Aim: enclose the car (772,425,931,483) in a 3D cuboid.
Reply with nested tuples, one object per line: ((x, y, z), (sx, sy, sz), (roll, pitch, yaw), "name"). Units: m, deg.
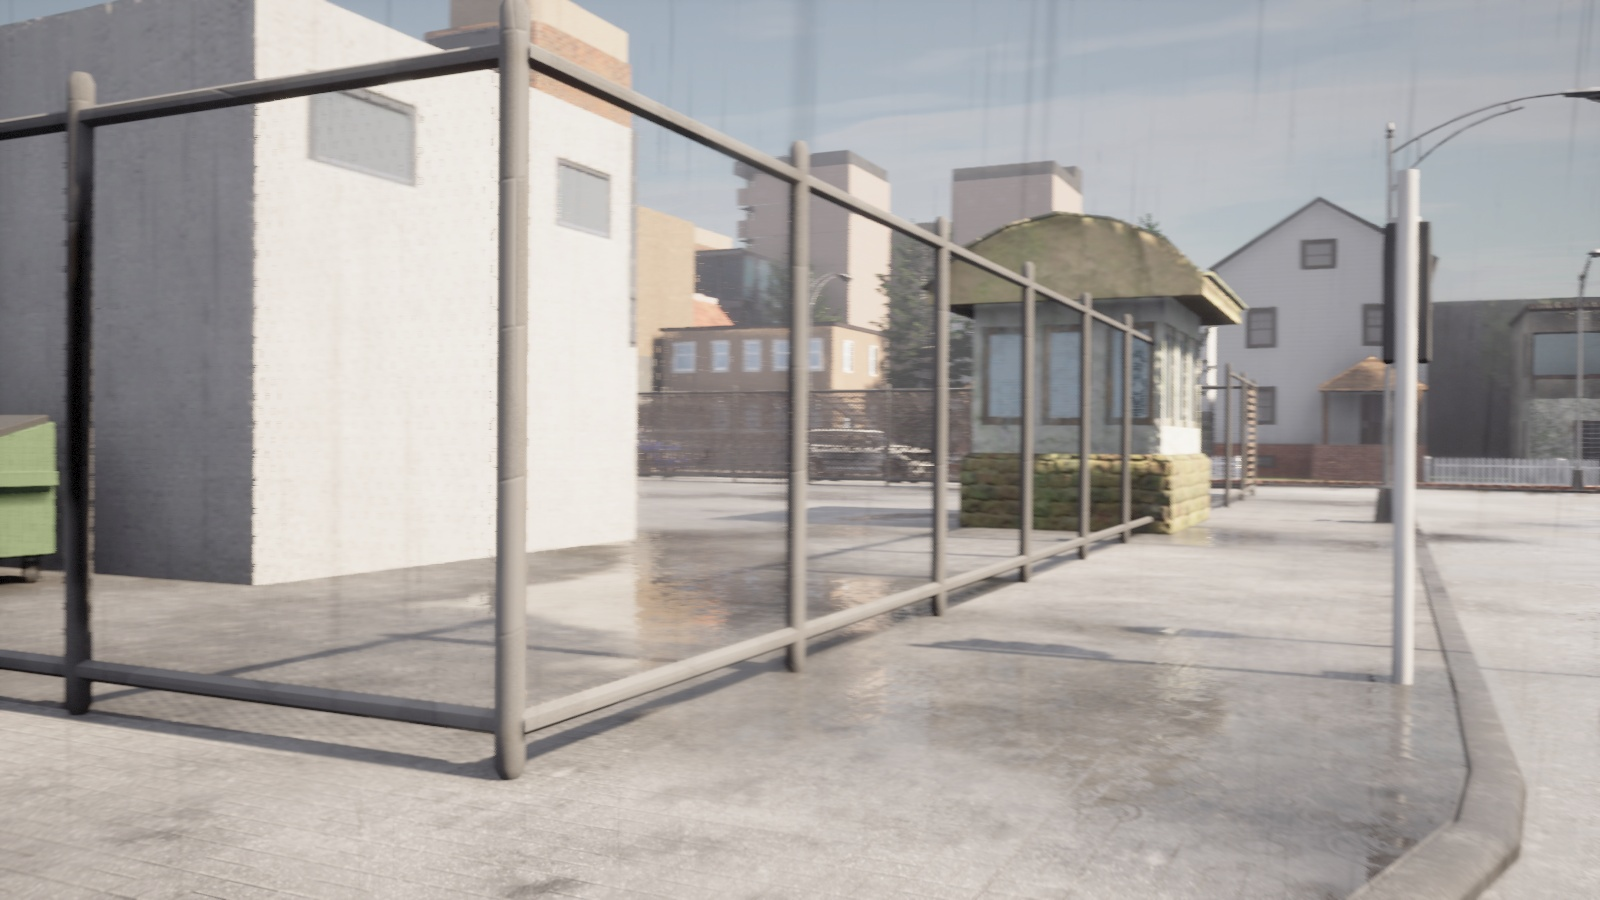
((1.914, 0.155, 47.143), (5.566, 2.045, 2.150), (-1, 0, 27), "car")

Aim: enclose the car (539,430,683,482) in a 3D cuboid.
((-7.763, 0.252, 51.537), (5.566, 2.045, 2.150), (-1, 0, 26), "car")
